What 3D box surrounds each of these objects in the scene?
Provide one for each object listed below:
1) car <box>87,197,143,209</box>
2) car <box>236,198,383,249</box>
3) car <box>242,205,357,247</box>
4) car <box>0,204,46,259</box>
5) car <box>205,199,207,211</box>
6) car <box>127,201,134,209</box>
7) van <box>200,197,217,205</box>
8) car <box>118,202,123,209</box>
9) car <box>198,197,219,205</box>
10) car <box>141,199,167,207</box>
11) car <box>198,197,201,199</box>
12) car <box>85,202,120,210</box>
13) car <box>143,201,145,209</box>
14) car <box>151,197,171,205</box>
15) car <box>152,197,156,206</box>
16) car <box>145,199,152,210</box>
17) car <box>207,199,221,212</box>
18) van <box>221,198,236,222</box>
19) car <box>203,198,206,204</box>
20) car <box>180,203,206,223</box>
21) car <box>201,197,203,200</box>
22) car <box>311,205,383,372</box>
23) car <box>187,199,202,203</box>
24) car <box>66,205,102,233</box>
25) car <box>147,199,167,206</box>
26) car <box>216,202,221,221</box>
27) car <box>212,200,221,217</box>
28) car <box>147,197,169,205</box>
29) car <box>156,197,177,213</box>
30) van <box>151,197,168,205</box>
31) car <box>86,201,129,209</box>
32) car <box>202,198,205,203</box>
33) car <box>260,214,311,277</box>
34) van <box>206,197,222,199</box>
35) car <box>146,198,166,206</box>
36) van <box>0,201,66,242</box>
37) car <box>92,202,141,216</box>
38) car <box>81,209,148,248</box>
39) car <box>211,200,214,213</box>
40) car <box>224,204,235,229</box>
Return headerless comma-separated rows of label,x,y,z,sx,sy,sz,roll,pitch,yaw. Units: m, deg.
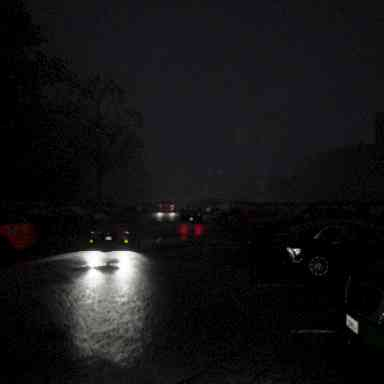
car,-8.391,1.602,34.677,5.566,2.045,2.435,0,-1,0
car,4.697,1.333,12.469,5.566,2.045,2.435,0,-1,0
car,4.751,1.489,15.268,4.553,1.767,2.185,0,-1,0
car,-8.323,1.458,12.400,4.553,1.767,2.185,0,-1,0
car,4.594,2.047,46.097,4.792,1.488,2.163,0,-1,0
car,-8.439,1.847,31.891,4.792,1.488,2.163,0,-1,0
van,4.368,2.437,88.145,4.442,1.987,1.878,0,-1,0
car,-8.386,1.749,26.322,5.008,1.535,2.097,0,-1,0
car,4.504,2.455,90.950,5.566,2.045,2.435,0,-1,0
car,-8.362,2.439,73.687,5.366,1.575,1.946,0,-1,0
car,4.568,2.153,71.328,5.566,2.045,2.435,0,-1,0
car,-8.198,1.713,23.536,5.366,1.575,1.946,0,-1,0
car,-8.435,1.968,40.120,4.674,1.452,2.002,0,-1,0
car,-8.640,2.489,93.117,5.566,2.045,2.435,0,-1,0
car,-8.544,2.400,70.910,4.892,1.521,2.231,0,-1,0
car,-8.418,1.719,43.032,5.566,2.045,2.435,0,-1,0
car,4.647,1.932,40.495,5.008,1.535,2.097,0,-1,0
van,4.580,1.491,23.679,4.442,1.987,1.878,0,-1,0
car,4.624,2.176,54.506,4.792,1.488,2.163,0,-1,0
car,-0.056,1.902,28.904,1.895,1.301,4.718,0,-1,0
car,4.536,2.150,62.917,4.553,1.767,2.185,0,-1,0
car,4.712,1.255,4.059,5.566,2.045,2.435,0,0,0
car,-0.091,2.046,43.568,2.033,1.411,5.357,0,-1,-1
car,-8.372,1.722,20.750,4.674,1.452,2.002,0,-1,0
car,-8.546,2.599,82.012,4.792,1.488,2.163,0,-1,0
car,4.693,1.751,26.480,5.008,1.535,2.097,0,-1,0
car,4.673,1.820,32.091,4.892,1.521,2.231,0,-1,0
car,-8.613,2.361,84.792,5.566,2.045,2.435,0,-1,0
car,-3.373,1.880,45.615,2.097,1.767,4.553,0,-1,0
van,-8.719,2.472,90.341,4.442,1.987,1.878,0,-1,0
car,-8.372,1.813,29.106,4.792,1.488,2.163,0,-1,0
car,4.591,2.189,57.310,5.008,1.535,2.097,0,-1,0
car,4.725,1.555,9.661,4.892,1.521,2.231,0,-1,0
van,4.730,1.835,48.905,4.442,1.987,1.878,0,-1,0
car,-8.597,2.401,79.238,4.553,1.767,2.185,0,-1,0
van,-8.476,1.388,15.181,4.442,1.987,1.878,0,-1,0
car,-8.423,1.891,37.460,5.008,1.535,2.097,0,-1,0
car,-3.371,1.701,15.420,1.994,1.385,4.181,0,-1,0
car,4.689,1.885,34.888,4.792,1.488,2.163,0,-1,0
car,4.710,1.684,20.874,4.892,1.521,2.231,0,-1,0
